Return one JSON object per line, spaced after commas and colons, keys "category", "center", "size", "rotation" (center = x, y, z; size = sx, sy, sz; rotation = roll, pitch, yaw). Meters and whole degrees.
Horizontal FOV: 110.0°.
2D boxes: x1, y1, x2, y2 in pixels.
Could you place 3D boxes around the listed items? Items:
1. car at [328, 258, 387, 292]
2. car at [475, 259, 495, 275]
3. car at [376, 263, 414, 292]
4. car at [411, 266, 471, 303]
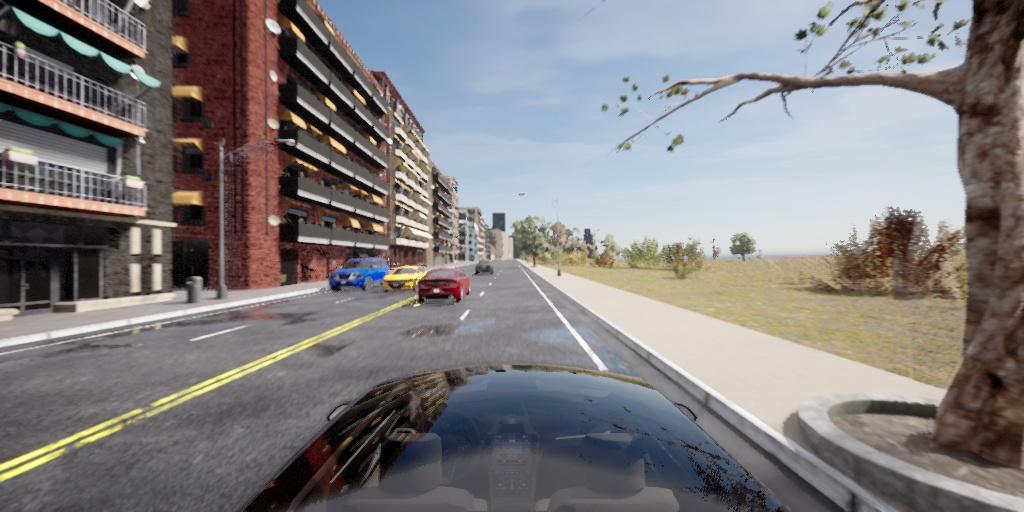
{"category": "car", "center": [-9.861, 1.171, 23.731], "size": [2.150, 2.045, 5.566], "rotation": [-1, 0, 0]}
{"category": "car", "center": [-3.154, 1.242, 42.765], "size": [2.097, 1.767, 4.553], "rotation": [-1, 0, 0]}
{"category": "car", "center": [-6.606, 1.377, 22.868], "size": [1.882, 1.535, 5.008], "rotation": [-1, 0, 0]}
{"category": "car", "center": [-3.167, 1.312, 17.505], "size": [1.882, 1.535, 5.008], "rotation": [-1, 0, 0]}
